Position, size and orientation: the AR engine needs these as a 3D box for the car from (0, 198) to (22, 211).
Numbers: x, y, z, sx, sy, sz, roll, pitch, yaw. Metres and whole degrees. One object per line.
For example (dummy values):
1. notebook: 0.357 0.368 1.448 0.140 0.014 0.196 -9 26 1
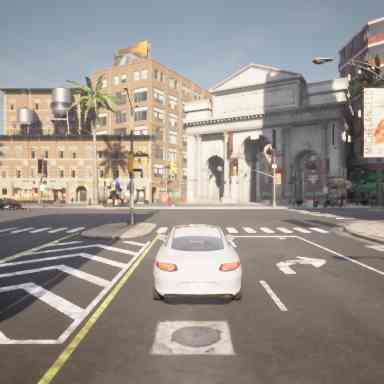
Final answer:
1. car: -23.496 1.505 40.799 4.892 1.490 1.837 0 0 1

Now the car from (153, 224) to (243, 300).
1. car: 0.111 1.526 8.256 1.812 1.442 4.674 0 0 0
